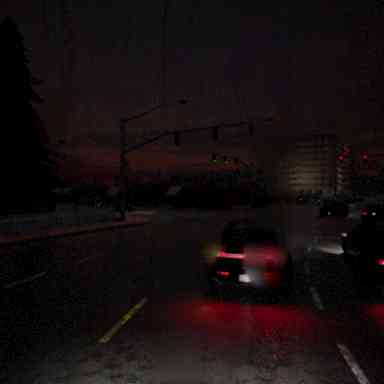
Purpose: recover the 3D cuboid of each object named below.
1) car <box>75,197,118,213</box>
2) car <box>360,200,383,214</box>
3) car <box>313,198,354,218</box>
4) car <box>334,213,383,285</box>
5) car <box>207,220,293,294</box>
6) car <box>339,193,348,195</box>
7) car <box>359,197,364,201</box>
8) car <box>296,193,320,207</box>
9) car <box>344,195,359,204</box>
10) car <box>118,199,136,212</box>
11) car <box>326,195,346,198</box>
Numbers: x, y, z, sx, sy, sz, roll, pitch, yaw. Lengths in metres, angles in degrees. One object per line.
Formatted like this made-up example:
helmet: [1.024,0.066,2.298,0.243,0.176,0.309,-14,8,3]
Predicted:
car: [-10.782,1.385,36.459,4.553,1.767,2.097,0,0,33]
car: [14.235,1.615,25.632,2.033,1.411,5.357,0,0,33]
car: [12.760,1.569,29.790,2.128,1.511,4.902,0,0,33]
car: [5.396,1.560,9.214,2.033,1.411,5.357,0,0,17]
car: [1.637,1.496,8.919,2.128,1.511,4.902,0,0,13]
car: [35.265,1.293,77.963,2.150,2.045,5.566,0,0,33]
car: [37.635,1.672,75.179,1.895,1.301,4.718,0,0,33]
car: [18.526,1.266,52.051,2.150,2.045,5.566,0,0,33]
car: [29.508,1.665,62.536,1.895,1.301,4.718,0,0,33]
car: [-8.741,1.529,39.306,4.902,1.511,2.128,0,0,33]
car: [21.311,1.576,49.918,1.812,1.442,4.674,0,0,33]
